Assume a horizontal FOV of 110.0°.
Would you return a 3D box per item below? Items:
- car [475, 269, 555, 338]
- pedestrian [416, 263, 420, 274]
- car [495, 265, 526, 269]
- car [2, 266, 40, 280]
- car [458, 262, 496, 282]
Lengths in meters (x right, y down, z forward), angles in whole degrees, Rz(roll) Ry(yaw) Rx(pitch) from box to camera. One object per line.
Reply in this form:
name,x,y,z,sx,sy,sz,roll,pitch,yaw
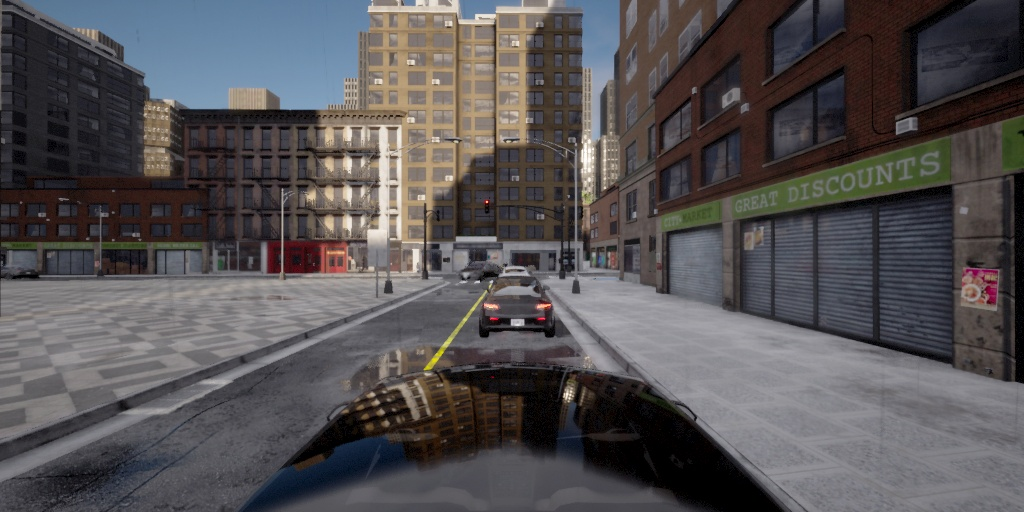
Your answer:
car,0.119,1.274,10.089,1.812,1.442,4.674,0,0,0
pedestrian,-10.050,0.969,38.287,0.375,1.860,0.375,0,0,-1
car,0.145,1.269,19.870,1.812,1.442,4.674,0,0,-1
car,-49.026,1.633,34.868,4.181,1.385,1.994,0,0,1
car,-2.489,1.232,28.498,2.128,1.511,4.902,-1,0,23
